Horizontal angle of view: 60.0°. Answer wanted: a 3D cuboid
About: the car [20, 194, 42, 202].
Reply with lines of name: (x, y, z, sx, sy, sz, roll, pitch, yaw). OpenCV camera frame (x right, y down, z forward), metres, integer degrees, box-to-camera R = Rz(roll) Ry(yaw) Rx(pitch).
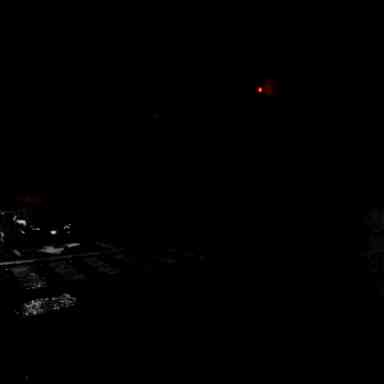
car: (-24.811, 1.167, 51.725, 2.097, 1.767, 4.553, 0, 0, -36)

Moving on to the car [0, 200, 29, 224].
car: (-12.990, 1.504, 23.896, 1.895, 1.301, 4.718, 0, 0, -36)

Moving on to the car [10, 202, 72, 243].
car: (-7.199, 1.439, 15.873, 1.837, 1.490, 4.892, 0, 0, -36)

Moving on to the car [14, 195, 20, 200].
car: (-30.809, 1.262, 60.025, 1.882, 1.535, 5.008, 0, 0, -36)
